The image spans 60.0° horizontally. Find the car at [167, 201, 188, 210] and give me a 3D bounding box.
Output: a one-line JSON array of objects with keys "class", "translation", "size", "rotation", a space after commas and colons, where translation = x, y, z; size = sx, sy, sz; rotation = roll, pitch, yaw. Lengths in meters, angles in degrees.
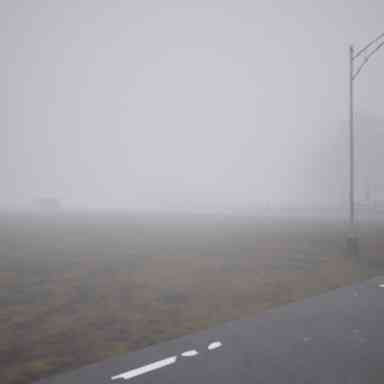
[{"class": "car", "translation": [-2.520, 2.347, 57.176], "size": [2.128, 1.511, 4.902], "rotation": [-1, 0, -35]}]
